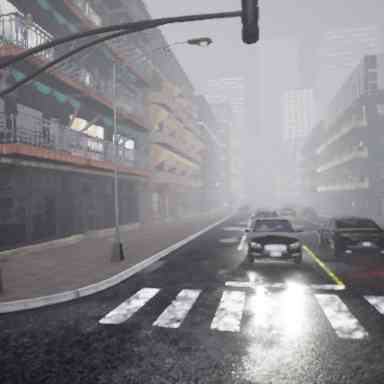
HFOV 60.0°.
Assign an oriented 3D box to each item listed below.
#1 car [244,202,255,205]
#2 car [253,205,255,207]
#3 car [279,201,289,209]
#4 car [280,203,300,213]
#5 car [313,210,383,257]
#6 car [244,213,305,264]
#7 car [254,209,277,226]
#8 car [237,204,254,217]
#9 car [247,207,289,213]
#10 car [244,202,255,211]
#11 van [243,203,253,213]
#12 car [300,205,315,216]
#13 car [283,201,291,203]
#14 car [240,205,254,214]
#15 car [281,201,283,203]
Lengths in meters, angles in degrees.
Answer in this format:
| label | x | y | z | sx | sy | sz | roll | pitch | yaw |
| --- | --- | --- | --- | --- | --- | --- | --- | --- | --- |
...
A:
| label | x | y | z | sx | sy | sz | roll | pitch | yaw |
| --- | --- | --- | --- | --- | --- | --- | --- | --- | --- |
| car | 8.236 | 2.724 | 50.912 | 1.967 | 1.590 | 4.097 | -2 | -2 | 11 |
| car | 8.935 | 2.564 | 41.286 | 1.994 | 1.385 | 4.181 | -1 | -2 | 12 |
| car | 24.222 | 3.340 | 87.645 | 2.192 | 1.841 | 5.009 | -2 | -2 | 11 |
| car | 12.654 | 2.571 | 43.976 | 1.994 | 1.385 | 4.181 | -1 | -2 | 12 |
| car | 6.697 | 1.758 | 14.233 | 1.882 | 1.535 | 5.008 | -1 | -2 | 12 |
| car | 3.200 | 1.808 | 13.221 | 2.128 | 1.511 | 4.902 | -1 | -2 | 11 |
| car | 6.932 | 2.365 | 31.585 | 1.895 | 1.301 | 4.718 | -1 | -2 | 12 |
| car | 7.123 | 2.732 | 45.420 | 1.802 | 1.307 | 4.206 | -2 | -2 | 11 |
| car | 5.064 | 2.033 | 22.456 | 2.128 | 1.511 | 4.902 | -1 | -2 | 11 |
| car | 12.676 | 3.136 | 72.872 | 2.192 | 1.841 | 5.009 | -2 | -2 | 11 |
| van | 10.466 | 2.893 | 61.891 | 1.690 | 1.788 | 3.998 | -2 | -2 | 11 |
| car | 15.296 | 2.533 | 43.732 | 1.802 | 1.307 | 4.206 | -2 | -2 | 11 |
| car | 19.754 | 2.803 | 65.693 | 2.192 | 1.841 | 5.009 | -2 | -2 | 11 |
| car | 9.356 | 2.969 | 56.397 | 2.008 | 1.369 | 4.403 | -2 | -2 | 11 |
| car | 21.988 | 3.071 | 76.669 | 2.192 | 1.841 | 5.009 | -2 | -2 | 11 |
